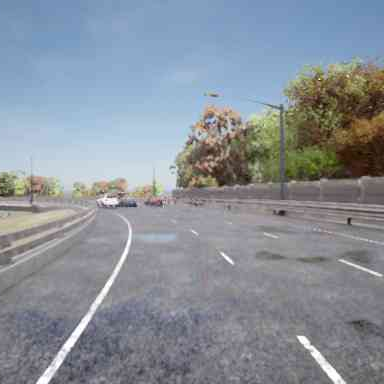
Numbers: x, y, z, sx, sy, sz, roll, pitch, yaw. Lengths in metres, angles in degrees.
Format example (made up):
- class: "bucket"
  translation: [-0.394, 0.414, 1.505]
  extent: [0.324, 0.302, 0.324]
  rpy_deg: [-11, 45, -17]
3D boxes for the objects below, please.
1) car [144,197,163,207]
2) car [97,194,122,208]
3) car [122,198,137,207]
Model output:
- class: "car"
  translation: [-6.184, 1.591, 52.850]
  extent: [1.812, 1.442, 4.674]
  rpy_deg: [0, 0, -28]
- class: "car"
  translation: [-12.894, 1.368, 50.732]
  extent: [2.150, 2.045, 5.566]
  rpy_deg: [0, 0, -29]
- class: "car"
  translation: [-10.400, 1.680, 53.260]
  extent: [1.994, 1.385, 4.181]
  rpy_deg: [-1, 0, -29]
